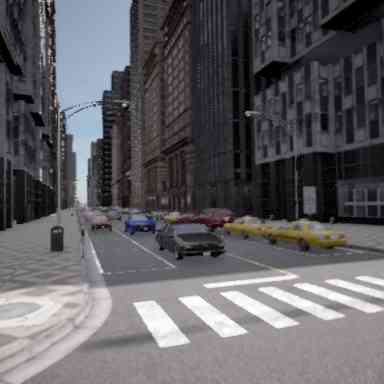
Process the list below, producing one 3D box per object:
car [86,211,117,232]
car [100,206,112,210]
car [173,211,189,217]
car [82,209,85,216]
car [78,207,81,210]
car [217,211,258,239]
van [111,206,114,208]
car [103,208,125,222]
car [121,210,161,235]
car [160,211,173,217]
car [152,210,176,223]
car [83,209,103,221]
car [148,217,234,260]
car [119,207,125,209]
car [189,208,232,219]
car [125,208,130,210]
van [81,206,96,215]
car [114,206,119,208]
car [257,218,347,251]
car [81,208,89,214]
[{"bbox_3d":[-8.073,2.714,29.466,1.887,1.381,4.507,0,-2,-19],"label":"car"},{"bbox_3d":[-23.582,5.146,91.704,1.837,1.490,4.892,0,-2,-19],"label":"car"},{"bbox_3d":[-0.026,2.677,32.281,1.887,1.381,4.507,0,-2,-19],"label":"car"},{"bbox_3d":[-15.417,3.628,50.617,1.802,1.307,4.206,0,-2,-19],"label":"car"},{"bbox_3d":[-24.604,4.462,77.067,2.192,1.841,5.009,0,-2,-19],"label":"car"},{"bbox_3d":[3.590,2.227,21.866,1.752,1.417,4.829,0,-2,-19],"label":"car"},{"bbox_3d":[-20.228,4.892,90.453,1.690,1.788,3.998,0,-2,-19],"label":"van"},{"bbox_3d":[-10.767,3.295,45.598,1.837,1.490,4.892,0,-3,-19],"label":"car"},{"bbox_3d":[-4.123,2.465,26.220,1.882,1.535,5.008,0,-2,-19],"label":"car"},{"bbox_3d":[-1.918,2.883,37.730,1.752,1.417,4.829,0,-2,-19],"label":"car"},{"bbox_3d":[-3.698,3.121,42.856,2.008,1.369,4.403,0,-2,-19],"label":"car"},{"bbox_3d":[-13.581,3.408,45.329,1.802,1.307,4.206,0,-2,-19],"label":"car"},{"bbox_3d":[-0.297,2.079,15.195,2.033,1.411,5.357,0,-2,-19],"label":"car"},{"bbox_3d":[-14.717,4.329,74.586,1.967,1.590,4.097,0,-2,-19],"label":"car"},{"bbox_3d":[1.806,2.229,27.001,2.192,1.841,5.009,0,-2,-19],"label":"car"},{"bbox_3d":[-11.045,3.888,64.011,1.967,1.590,4.097,0,-2,-19],"label":"car"},{"bbox_3d":[-19.095,3.827,61.202,1.690,1.788,3.998,0,-2,-19],"label":"van"},{"bbox_3d":[-18.444,4.862,85.319,1.752,1.417,4.829,0,-2,-19],"label":"car"},{"bbox_3d":[5.426,2.009,16.579,1.752,1.417,4.829,0,-2,-19],"label":"car"},{"bbox_3d":[-28.274,5.029,87.638,1.967,1.590,4.097,0,-2,-19],"label":"car"}]
